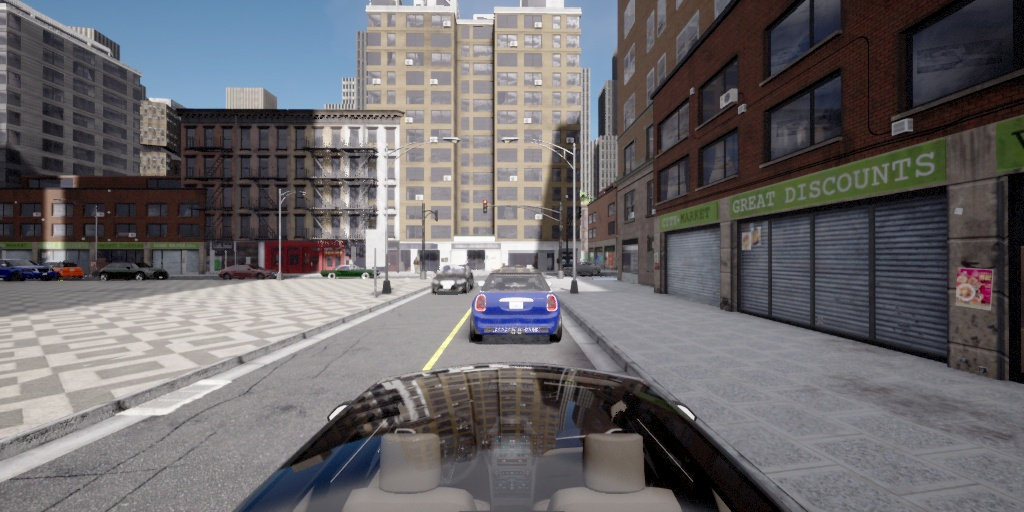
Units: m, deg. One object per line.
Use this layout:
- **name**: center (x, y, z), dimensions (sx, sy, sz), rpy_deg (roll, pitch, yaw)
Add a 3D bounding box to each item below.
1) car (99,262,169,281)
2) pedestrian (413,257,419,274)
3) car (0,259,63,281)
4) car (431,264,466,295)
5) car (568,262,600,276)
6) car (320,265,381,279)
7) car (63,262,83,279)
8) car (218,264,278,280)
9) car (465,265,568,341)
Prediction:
- **car**: center (-33.287, 1.323, 31.671), dimensions (4.553, 1.767, 2.097), rpy_deg (0, 0, -1)
- **pedestrian**: center (-10.244, 0.969, 38.247), dimensions (0.375, 1.860, 0.375), rpy_deg (0, 0, -1)
- **car**: center (-43.908, 1.256, 31.551), dimensions (5.566, 2.045, 2.150), rpy_deg (0, 0, 0)
- **car**: center (-3.176, 1.235, 19.932), dimensions (2.128, 1.511, 4.902), rpy_deg (0, 0, 0)
- **car**: center (6.585, 1.237, 35.465), dimensions (4.181, 1.385, 1.994), rpy_deg (-1, 0, -1)
- **car**: center (-14.269, 1.442, 31.948), dimensions (4.718, 1.301, 1.895), rpy_deg (0, 0, -1)
- **car**: center (-44.714, 1.401, 34.694), dimensions (4.553, 1.767, 2.097), rpy_deg (0, 0, -1)
- **car**: center (-23.339, 1.433, 31.829), dimensions (4.674, 1.442, 1.812), rpy_deg (0, 0, -1)
- **car**: center (0.085, 1.101, 9.979), dimensions (2.097, 1.767, 4.553), rpy_deg (0, 0, 0)
